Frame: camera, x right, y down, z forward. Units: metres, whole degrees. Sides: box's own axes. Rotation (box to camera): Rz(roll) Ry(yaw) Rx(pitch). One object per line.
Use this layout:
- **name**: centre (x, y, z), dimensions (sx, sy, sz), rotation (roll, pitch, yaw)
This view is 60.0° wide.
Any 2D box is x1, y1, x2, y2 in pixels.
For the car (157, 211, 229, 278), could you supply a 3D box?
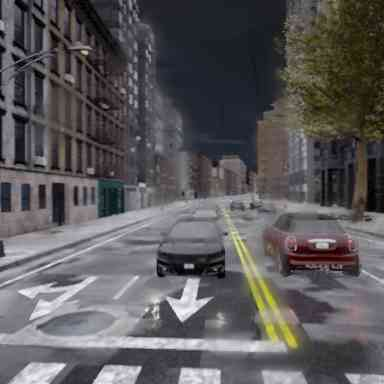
- **car**: centre (0.122, 1.607, 10.803), dimensions (1.882, 1.535, 5.008), rotation (0, -1, 4)

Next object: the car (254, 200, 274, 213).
- **car**: centre (9.122, 1.930, 40.482), dimensions (1.994, 1.385, 4.181), rotation (0, 0, 5)

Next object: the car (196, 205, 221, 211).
- **car**: centre (0.858, 1.754, 20.167), dimensions (1.812, 1.442, 4.674), rotation (0, -1, 5)

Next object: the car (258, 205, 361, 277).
- **car**: centre (3.585, 1.459, 10.836), dimensions (2.097, 1.767, 4.553), rotation (0, -1, 4)

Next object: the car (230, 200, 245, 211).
- **car**: centre (6.424, 1.928, 47.117), dimensions (2.128, 1.511, 4.902), rotation (0, 0, 5)

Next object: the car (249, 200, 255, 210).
- **car**: centre (9.847, 1.931, 50.464), dimensions (2.128, 1.511, 4.902), rotation (0, 0, 4)

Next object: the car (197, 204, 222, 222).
- **car**: centre (1.695, 1.875, 30.738), dimensions (2.033, 1.411, 5.357), rotation (0, -1, 5)
